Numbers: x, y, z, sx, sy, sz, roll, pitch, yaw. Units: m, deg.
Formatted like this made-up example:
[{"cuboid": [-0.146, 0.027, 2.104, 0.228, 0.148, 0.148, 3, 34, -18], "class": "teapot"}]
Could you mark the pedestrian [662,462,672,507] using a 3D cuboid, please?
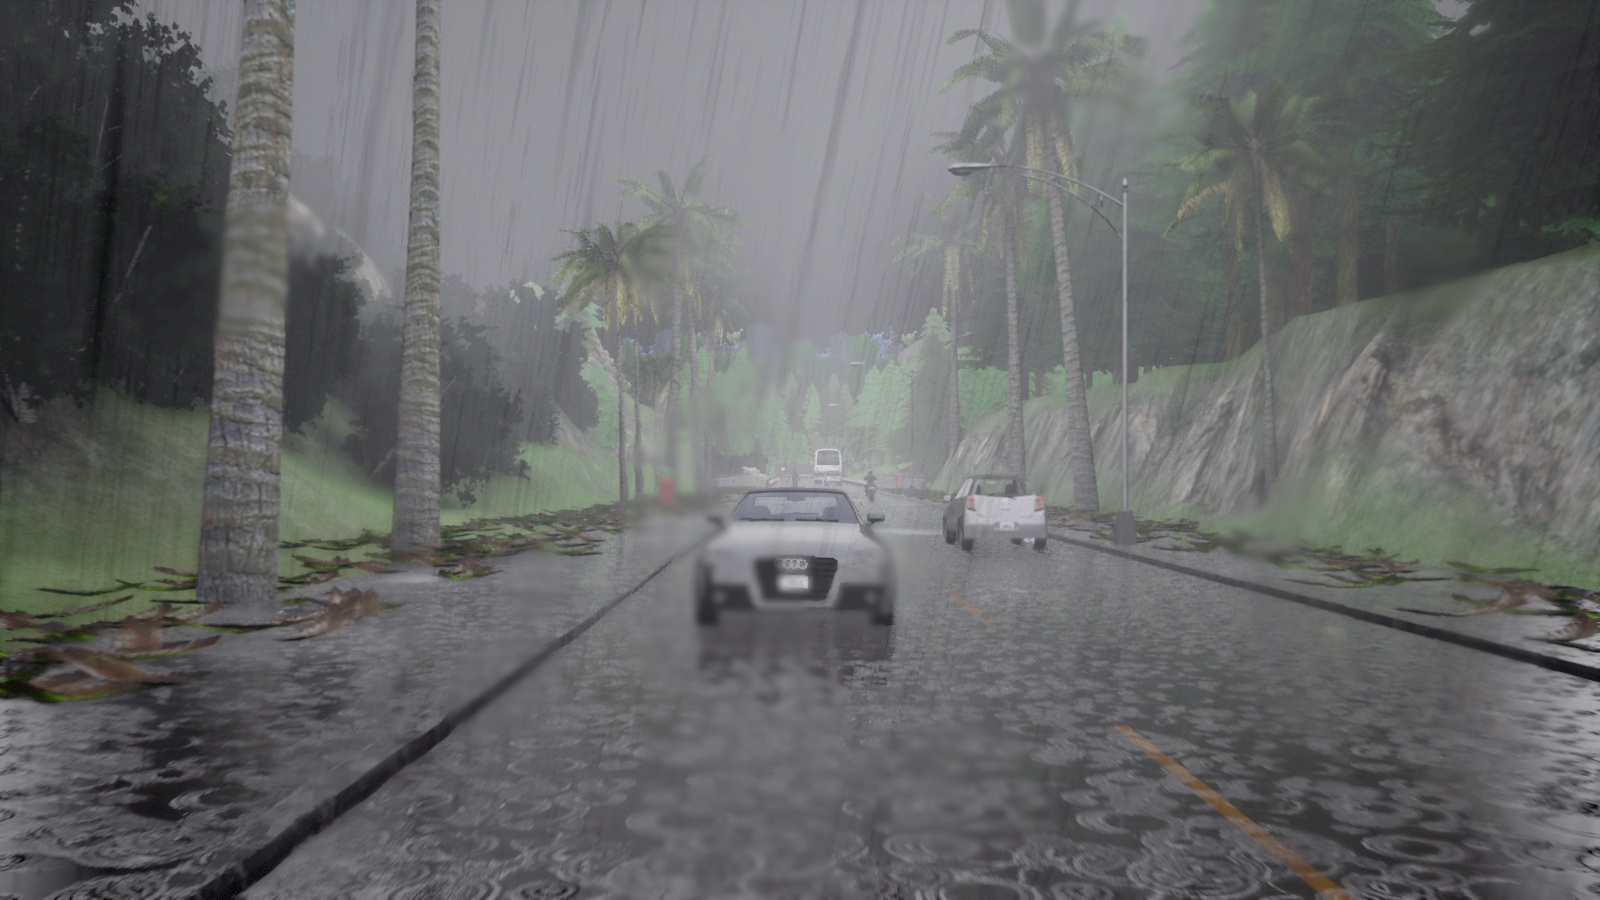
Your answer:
[{"cuboid": [-5.381, 1.390, 50.910, 0.345, 1.836, 0.594, 0, -1, 0], "class": "pedestrian"}]

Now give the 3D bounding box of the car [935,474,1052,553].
[{"cuboid": [3.929, 1.248, 25.995, 1.845, 1.501, 3.633, 0, -1, 0], "class": "car"}]

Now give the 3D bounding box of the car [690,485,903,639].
[{"cuboid": [-0.038, 1.111, 13.876, 1.994, 1.385, 4.181, 0, -1, 0], "class": "car"}]
